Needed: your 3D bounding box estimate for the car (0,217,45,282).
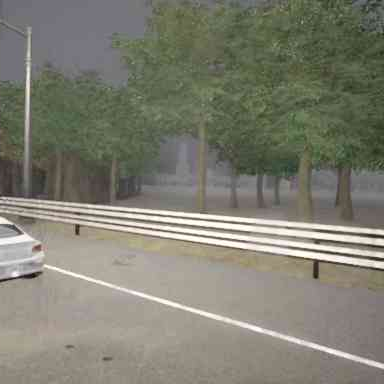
[{"bbox_3d":[-5.245,1.260,7.789,4.674,1.442,1.812,2,1,37],"label":"car"}]
